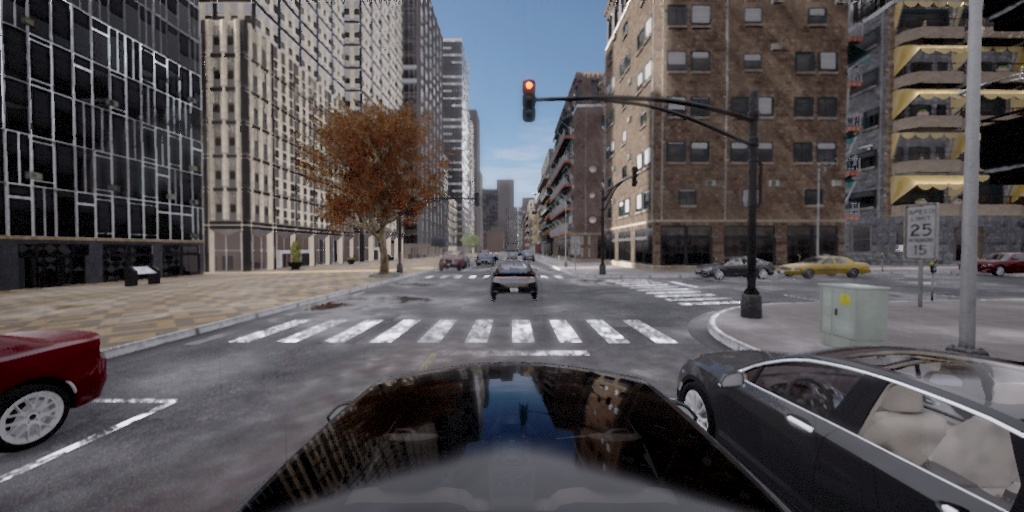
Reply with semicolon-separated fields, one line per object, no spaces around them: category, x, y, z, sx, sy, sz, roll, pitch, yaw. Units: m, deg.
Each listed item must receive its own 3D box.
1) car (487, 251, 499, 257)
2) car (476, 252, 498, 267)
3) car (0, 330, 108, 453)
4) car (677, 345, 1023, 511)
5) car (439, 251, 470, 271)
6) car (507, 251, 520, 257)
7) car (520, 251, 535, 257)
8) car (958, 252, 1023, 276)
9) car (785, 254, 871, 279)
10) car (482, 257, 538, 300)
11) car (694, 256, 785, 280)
car;-3.063;0.264;57.691;1.895;1.301;4.718;0;1;0
car;-3.088;0.527;42.013;1.994;1.385;4.181;0;1;0
car;-5.691;1.282;2.354;1.888;1.381;4.507;0;0;0
car;2.689;1.287;2.353;2.007;1.370;4.403;0;0;0
car;-5.687;0.418;34.735;2.192;1.841;5.009;0;0;0
car;0.007;0.092;64.038;2.033;1.411;5.357;0;1;0
car;2.697;0.246;56.821;1.948;1.339;4.313;0;0;0
car;30.139;0.454;21.922;4.507;1.381;1.888;0;0;-1
car;18.835;0.590;21.812;4.829;1.417;1.751;0;0;-1
car;0.088;0.967;15.518;2.128;1.511;4.902;0;1;0
car;13.437;0.694;21.759;4.403;1.370;2.007;0;0;-1
